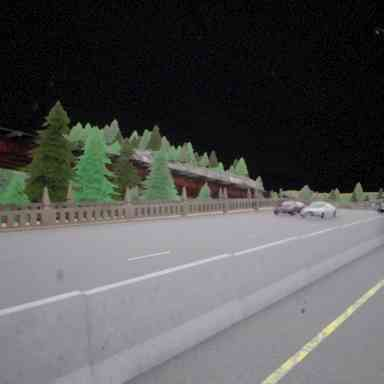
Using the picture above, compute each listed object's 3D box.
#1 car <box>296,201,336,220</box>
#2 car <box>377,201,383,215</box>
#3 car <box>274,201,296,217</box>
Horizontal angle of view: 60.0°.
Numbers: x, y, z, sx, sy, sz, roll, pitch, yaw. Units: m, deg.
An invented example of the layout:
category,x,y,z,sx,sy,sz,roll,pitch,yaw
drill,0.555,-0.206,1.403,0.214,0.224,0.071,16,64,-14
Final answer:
category,x,y,z,sx,sy,sz,roll,pitch,yaw
car,11.107,1.582,28.971,1.812,1.442,4.674,0,0,41
car,20.696,1.571,34.562,2.128,1.511,4.902,0,0,42
car,9.787,1.584,32.771,1.812,1.442,4.674,0,0,41
